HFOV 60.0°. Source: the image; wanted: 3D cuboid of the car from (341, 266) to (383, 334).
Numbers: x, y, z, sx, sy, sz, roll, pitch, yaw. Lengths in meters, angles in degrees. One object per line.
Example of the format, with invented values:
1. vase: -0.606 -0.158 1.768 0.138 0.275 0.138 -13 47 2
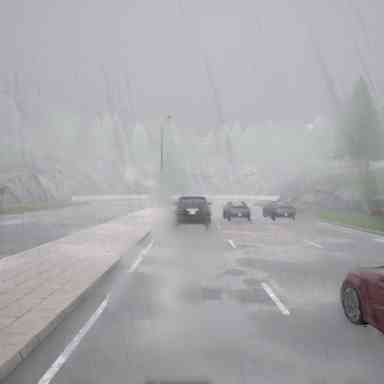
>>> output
1. car: 3.597 1.526 4.099 1.812 1.442 4.674 0 0 0

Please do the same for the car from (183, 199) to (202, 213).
1. car: 0.074 1.548 38.408 2.033 1.411 5.357 0 0 0

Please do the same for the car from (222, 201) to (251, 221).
1. car: 3.586 1.492 27.300 2.128 1.511 4.902 0 0 0

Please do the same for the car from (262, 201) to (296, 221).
1. car: 7.087 1.492 27.389 2.128 1.511 4.902 0 0 0

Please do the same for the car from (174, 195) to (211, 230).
1. car: 0.059 1.225 21.360 2.150 2.045 5.566 0 0 1
